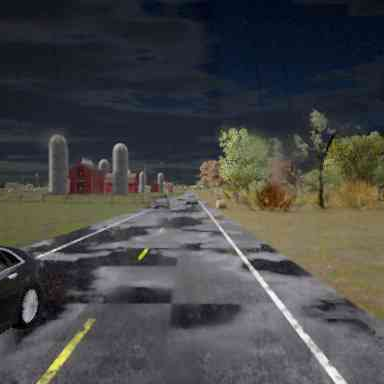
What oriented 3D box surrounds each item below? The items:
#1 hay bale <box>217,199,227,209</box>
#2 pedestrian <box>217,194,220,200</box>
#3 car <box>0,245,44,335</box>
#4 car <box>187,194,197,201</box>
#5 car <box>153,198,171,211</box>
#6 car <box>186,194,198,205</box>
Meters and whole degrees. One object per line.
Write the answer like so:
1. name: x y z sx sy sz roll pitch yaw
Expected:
1. hay bale: 3.992 1.592 44.819 1.220 1.180 1.240 1 1 0
2. pedestrian: 3.685 1.237 45.936 0.375 1.860 0.375 -1 1 -2
3. car: -3.592 1.499 4.152 1.837 1.490 4.892 0 0 0
4. car: -0.025 1.267 76.599 2.128 1.511 4.902 0 0 0
5. car: -3.604 1.489 40.778 2.033 1.411 5.357 0 0 0
6. car: 0.002 1.483 57.520 1.994 1.385 4.181 0 0 0
